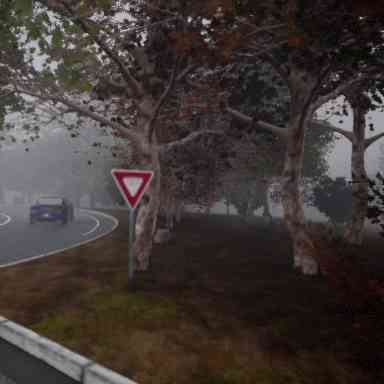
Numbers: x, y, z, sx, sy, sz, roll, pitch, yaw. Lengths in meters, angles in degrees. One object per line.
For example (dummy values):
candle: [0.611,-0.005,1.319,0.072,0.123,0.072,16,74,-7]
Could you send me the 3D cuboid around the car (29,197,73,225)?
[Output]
car: [-8.221,1.019,19.724,1.882,1.535,5.008,2,1,-15]
